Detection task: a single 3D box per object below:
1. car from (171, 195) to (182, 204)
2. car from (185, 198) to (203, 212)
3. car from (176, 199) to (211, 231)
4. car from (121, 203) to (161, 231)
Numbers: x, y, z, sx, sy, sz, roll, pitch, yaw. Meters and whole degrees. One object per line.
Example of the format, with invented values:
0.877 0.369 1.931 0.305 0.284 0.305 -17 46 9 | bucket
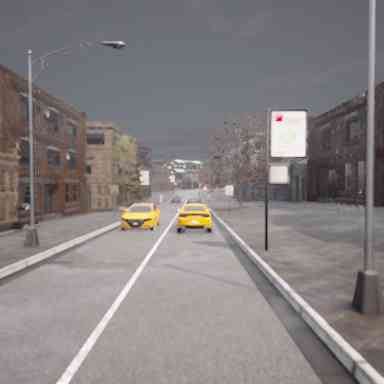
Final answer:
-2.829 1.395 61.967 1.837 1.490 4.892 0 0 1 | car
0.210 1.486 39.001 2.033 1.411 5.357 0 0 0 | car
0.140 1.446 20.176 1.882 1.535 5.008 0 0 0 | car
-3.061 1.446 20.528 1.882 1.535 5.008 0 0 0 | car
